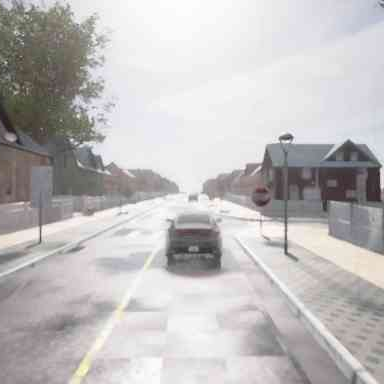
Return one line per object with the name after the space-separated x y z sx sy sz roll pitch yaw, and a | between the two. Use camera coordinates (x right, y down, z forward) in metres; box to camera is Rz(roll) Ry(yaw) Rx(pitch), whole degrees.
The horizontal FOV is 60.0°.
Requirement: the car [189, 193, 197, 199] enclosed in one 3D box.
0.239 0.936 76.480 1.895 1.301 4.718 0 0 0 | car

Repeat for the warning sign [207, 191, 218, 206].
2.626 0.809 43.258 1.300 1.860 1.060 -2 -1 0 | warning sign

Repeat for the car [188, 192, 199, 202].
0.239 1.047 64.720 1.882 1.535 5.008 0 0 1 | car

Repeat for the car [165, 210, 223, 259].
0.079 1.411 12.245 1.837 1.490 4.892 0 1 1 | car
